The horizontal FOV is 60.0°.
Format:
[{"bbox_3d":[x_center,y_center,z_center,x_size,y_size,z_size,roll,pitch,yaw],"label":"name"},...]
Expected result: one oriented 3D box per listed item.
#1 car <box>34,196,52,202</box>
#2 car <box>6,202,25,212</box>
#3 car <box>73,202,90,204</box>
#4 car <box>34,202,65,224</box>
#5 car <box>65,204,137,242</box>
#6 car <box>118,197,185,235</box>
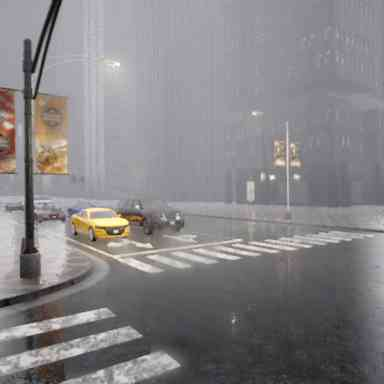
[{"bbox_3d":[-20.688,1.544,45.803,2.150,2.045,5.566,-1,0,-35],"label":"car"},{"bbox_3d":[-23.079,1.950,43.554,1.895,1.301,4.718,-1,0,-35],"label":"car"},{"bbox_3d":[-10.115,1.684,30.707,1.882,1.535,5.008,-1,0,-35],"label":"car"},{"bbox_3d":[-11.884,1.794,27.590,1.994,1.385,4.181,-1,0,-35],"label":"car"},{"bbox_3d":[-5.030,1.631,17.858,1.882,1.535,5.008,-1,0,-35],"label":"car"},{"bbox_3d":[-2.718,1.345,20.181,2.150,2.045,5.566,-1,0,-37],"label":"car"}]
